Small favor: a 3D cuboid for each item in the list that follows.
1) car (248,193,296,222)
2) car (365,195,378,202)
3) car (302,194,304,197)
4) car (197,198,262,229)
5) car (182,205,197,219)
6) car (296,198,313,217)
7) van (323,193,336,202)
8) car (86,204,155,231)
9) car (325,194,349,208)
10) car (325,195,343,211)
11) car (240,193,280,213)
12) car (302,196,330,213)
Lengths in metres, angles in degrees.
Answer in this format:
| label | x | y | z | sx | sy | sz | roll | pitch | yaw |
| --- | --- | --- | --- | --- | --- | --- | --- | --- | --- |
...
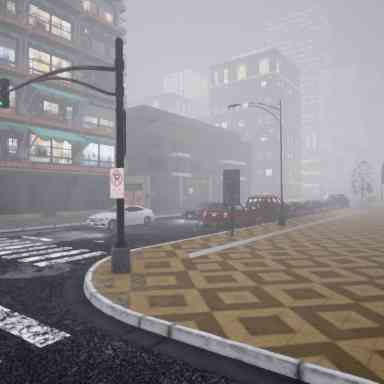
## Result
| label | x | y | z | sx | sy | sz | roll | pitch | yaw |
| --- | --- | --- | --- | --- | --- | --- | --- | --- | --- |
| car | 5.750 | 1.215 | 25.273 | 2.192 | 1.841 | 5.009 | -1 | 0 | 36 |
| car | 35.555 | 1.333 | 65.838 | 1.887 | 1.381 | 4.507 | -1 | 0 | 36 |
| car | 22.481 | 1.439 | 61.352 | 1.752 | 1.417 | 4.829 | -1 | 0 | 36 |
| car | 2.439 | 1.352 | 20.765 | 1.967 | 1.590 | 4.097 | -1 | 0 | 36 |
| car | 1.397 | 1.516 | 28.488 | 2.033 | 1.411 | 5.357 | -1 | 0 | 36 |
| car | 9.064 | 1.470 | 29.779 | 1.802 | 1.307 | 4.206 | -1 | 0 | 36 |
| van | 29.203 | 1.229 | 70.504 | 1.690 | 1.788 | 3.998 | -1 | 0 | 36 |
| car | -4.303 | 1.515 | 20.734 | 1.812 | 1.442 | 4.674 | -1 | 0 | 36 |
| car | 18.995 | 1.167 | 43.302 | 2.192 | 1.841 | 5.009 | -1 | 0 | 36 |
| car | 15.686 | 1.415 | 38.794 | 2.008 | 1.369 | 4.403 | -1 | 0 | 36 |
| car | 7.638 | 1.165 | 36.980 | 2.150 | 2.045 | 5.566 | -1 | 0 | 36 |
| car | 12.375 | 1.421 | 34.287 | 1.887 | 1.381 | 4.507 | -1 | 0 | 36 |
